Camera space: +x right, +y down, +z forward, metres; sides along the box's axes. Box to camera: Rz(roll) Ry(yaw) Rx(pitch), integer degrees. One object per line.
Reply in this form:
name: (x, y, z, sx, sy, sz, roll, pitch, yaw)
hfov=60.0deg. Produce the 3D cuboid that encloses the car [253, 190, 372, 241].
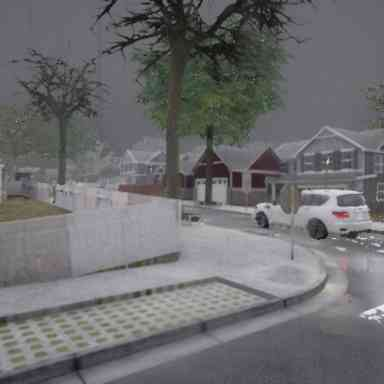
car: (5.110, 0.920, 14.966, 2.150, 2.045, 5.566, -1, 2, -28)

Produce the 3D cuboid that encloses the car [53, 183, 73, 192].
car: (-18.265, -0.506, 46.927, 2.128, 1.511, 4.902, 1, 2, -35)
